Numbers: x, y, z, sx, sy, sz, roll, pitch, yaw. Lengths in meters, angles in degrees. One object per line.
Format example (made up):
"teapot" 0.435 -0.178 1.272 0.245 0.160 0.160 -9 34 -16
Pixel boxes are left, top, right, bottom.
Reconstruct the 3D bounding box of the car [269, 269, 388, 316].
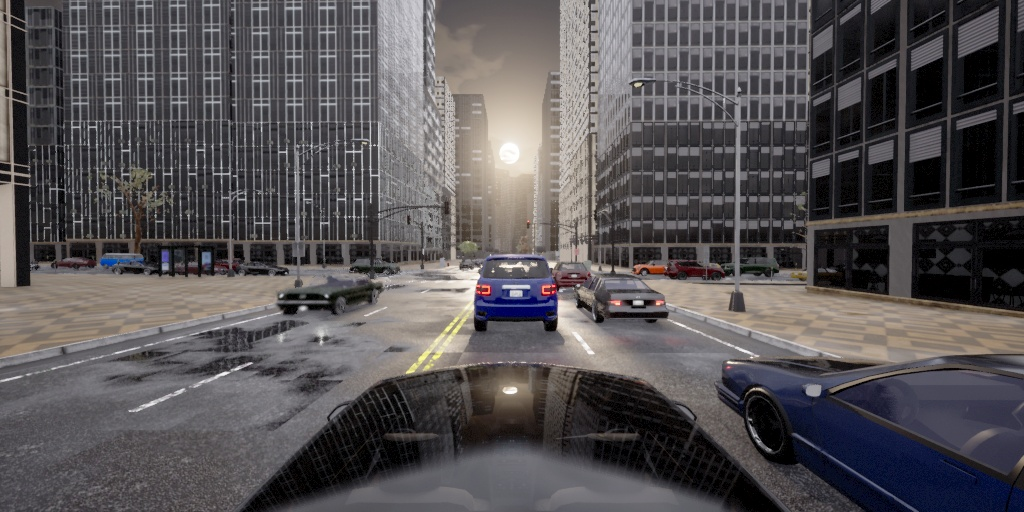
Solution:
"car" -6.574 1.345 13.495 1.895 1.301 4.718 0 0 0

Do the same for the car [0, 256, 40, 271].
"car" -50.517 0.799 35.996 4.902 1.511 2.128 0 1 2

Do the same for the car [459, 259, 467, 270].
"car" -6.585 1.218 52.521 1.837 1.490 4.892 0 0 -1

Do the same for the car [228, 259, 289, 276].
"car" -22.722 1.172 32.649 4.313 1.339 1.948 0 0 1

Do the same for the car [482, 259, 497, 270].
"car" -3.319 1.189 53.411 1.882 1.535 5.008 0 0 0

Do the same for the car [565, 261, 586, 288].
"car" 3.355 1.091 21.461 2.097 1.767 4.553 0 0 0

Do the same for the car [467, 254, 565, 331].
"car" 0.100 0.967 11.052 2.150 2.045 5.566 0 0 0

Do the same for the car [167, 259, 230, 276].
"car" -28.406 1.136 32.784 4.207 1.307 1.802 0 0 1

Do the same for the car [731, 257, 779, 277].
"car" 24.900 1.156 37.730 5.566 2.045 2.150 1 1 1

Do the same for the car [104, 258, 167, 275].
"car" -34.087 1.068 32.959 4.313 1.339 1.948 0 0 1

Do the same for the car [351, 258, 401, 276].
"car" -13.308 1.000 35.161 4.553 1.767 2.097 1 1 1

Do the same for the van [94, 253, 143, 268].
"van" -45.275 0.603 41.624 3.998 1.789 1.690 0 0 1

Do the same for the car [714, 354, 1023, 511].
"car" 3.351 1.297 1.874 2.033 1.411 5.357 0 0 1

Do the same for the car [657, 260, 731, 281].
"car" 16.203 1.267 32.108 5.009 1.841 2.192 0 0 1

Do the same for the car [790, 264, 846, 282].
"car" 27.651 1.577 31.908 4.829 1.417 1.751 0 0 1

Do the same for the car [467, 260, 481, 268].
"car" -6.551 1.301 62.824 1.895 1.301 4.718 0 0 0

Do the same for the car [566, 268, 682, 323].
"car" 3.354 1.292 12.054 2.033 1.411 5.357 0 0 0

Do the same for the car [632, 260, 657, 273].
"car" 15.048 1.200 37.882 4.553 1.767 2.097 0 1 0
